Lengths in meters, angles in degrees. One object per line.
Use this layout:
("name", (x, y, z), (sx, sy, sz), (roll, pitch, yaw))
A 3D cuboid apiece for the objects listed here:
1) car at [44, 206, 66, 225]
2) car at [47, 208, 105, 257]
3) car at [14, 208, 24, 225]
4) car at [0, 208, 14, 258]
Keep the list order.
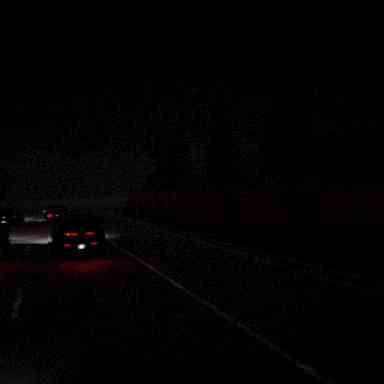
("car", (-10.672, 1.779, 26.393), (2.033, 1.411, 5.357), (0, 0, -24))
("car", (-4.806, 1.619, 13.672), (1.837, 1.490, 4.892), (0, 0, -24))
("car", (-14.128, 1.862, 25.612), (1.895, 1.301, 4.718), (0, 0, -23))
("car", (-8.287, 1.619, 12.873), (1.882, 1.535, 5.008), (0, 0, -24))
